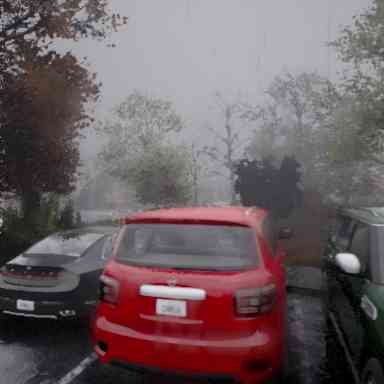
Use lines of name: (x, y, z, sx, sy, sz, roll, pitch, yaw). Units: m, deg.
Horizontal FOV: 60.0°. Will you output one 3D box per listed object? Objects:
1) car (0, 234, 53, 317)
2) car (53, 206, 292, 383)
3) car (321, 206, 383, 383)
car: (-1.947, 1.511, 7.469, 2.231, 1.521, 4.892, 0, -1, 15)
car: (0.494, 1.250, 5.795, 2.435, 2.045, 5.566, 0, -1, 15)
car: (2.914, 1.240, 4.017, 2.435, 2.045, 5.566, 0, -1, 15)
